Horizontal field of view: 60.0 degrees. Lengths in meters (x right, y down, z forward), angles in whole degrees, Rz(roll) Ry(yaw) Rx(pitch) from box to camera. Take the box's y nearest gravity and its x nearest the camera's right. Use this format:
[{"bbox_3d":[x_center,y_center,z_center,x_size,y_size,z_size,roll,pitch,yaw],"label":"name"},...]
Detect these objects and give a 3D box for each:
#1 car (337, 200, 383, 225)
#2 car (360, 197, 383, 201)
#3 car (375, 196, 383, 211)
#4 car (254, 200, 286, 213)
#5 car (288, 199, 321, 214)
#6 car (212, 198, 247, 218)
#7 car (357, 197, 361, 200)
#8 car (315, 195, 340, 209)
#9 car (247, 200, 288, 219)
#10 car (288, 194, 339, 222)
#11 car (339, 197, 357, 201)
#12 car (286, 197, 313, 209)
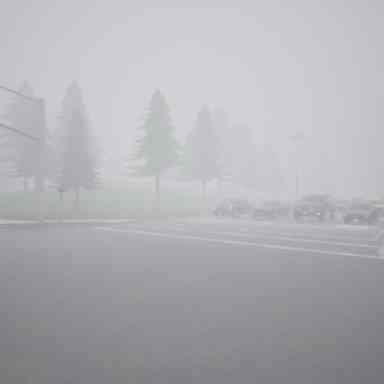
[{"bbox_3d":[12.587,1.539,24.655,2.033,1.411,5.357,0,0,35],"label":"car"},{"bbox_3d":[18.130,1.469,32.546,1.882,1.535,5.008,0,0,35],"label":"car"},{"bbox_3d":[23.712,1.343,40.466,2.097,1.767,4.553,0,0,35],"label":"car"},{"bbox_3d":[8.903,1.570,37.677,1.895,1.301,4.718,0,0,35],"label":"car"},{"bbox_3d":[12.579,1.524,36.823,2.033,1.411,5.357,0,0,35],"label":"car"},{"bbox_3d":[3.734,1.322,30.317,2.097,1.767,4.553,0,0,35],"label":"car"},{"bbox_3d":[21.845,1.488,43.890,1.837,1.490,4.892,0,0,35],"label":"car"},{"bbox_3d":[18.348,1.328,45.007,2.097,1.767,4.553,0,0,35],"label":"car"},{"bbox_3d":[6.936,1.455,28.788,1.882,1.535,5.008,0,0,35],"label":"car"},{"bbox_3d":[10.030,1.206,27.104,2.150,2.045,5.566,0,0,35],"label":"car"},{"bbox_3d":[15.901,1.510,35.450,1.812,1.442,4.674,0,0,35],"label":"car"},{"bbox_3d":[15.056,1.517,46.419,2.033,1.411,5.357,0,0,35],"label":"car"}]
